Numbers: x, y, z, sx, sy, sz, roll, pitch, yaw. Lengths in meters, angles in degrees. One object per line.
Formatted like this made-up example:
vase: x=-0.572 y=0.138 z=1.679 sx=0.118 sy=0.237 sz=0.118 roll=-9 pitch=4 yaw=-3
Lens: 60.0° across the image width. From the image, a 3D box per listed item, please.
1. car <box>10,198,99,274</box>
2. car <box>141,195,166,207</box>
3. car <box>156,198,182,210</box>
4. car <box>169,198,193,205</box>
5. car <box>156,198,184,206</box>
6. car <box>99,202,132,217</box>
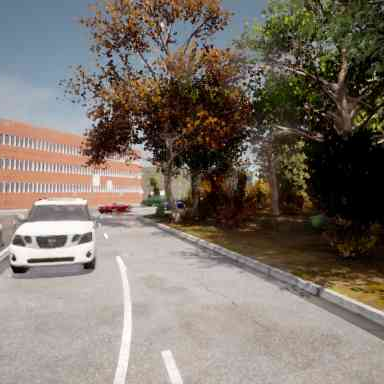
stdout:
car: x=-4.358 y=1.243 z=11.189 sx=2.150 sy=2.045 sz=5.566 roll=0 pitch=0 yaw=-16
car: x=-6.197 y=1.585 z=58.746 sx=5.566 sy=2.045 sz=2.435 roll=0 pitch=0 yaw=20
car: x=-2.684 y=1.898 z=45.915 sx=1.895 sy=1.301 sz=4.718 roll=0 pitch=0 yaw=21
car: x=-2.261 y=1.925 z=69.340 sx=4.674 sy=1.452 sz=2.002 roll=0 pitch=0 yaw=20
car: x=-4.219 y=1.863 z=64.040 sx=5.008 sy=1.535 sz=2.097 roll=0 pitch=0 yaw=20
car: x=-8.868 y=1.830 z=38.386 sx=1.895 sy=1.301 sz=4.718 roll=0 pitch=0 yaw=19
